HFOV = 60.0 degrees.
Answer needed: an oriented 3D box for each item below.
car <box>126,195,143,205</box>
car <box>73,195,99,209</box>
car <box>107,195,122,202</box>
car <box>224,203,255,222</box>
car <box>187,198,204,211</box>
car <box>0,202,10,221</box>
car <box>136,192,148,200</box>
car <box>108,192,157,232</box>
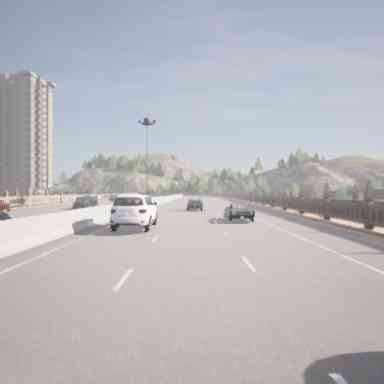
[{"bbox_3d":[-9.785,1.344,56.632,1.882,1.535,5.008,0,0,2],"label":"car"},{"bbox_3d":[-13.714,1.249,43.046,2.097,1.767,4.553,0,0,2],"label":"car"},{"bbox_3d":[-16.348,1.385,70.323,1.994,1.385,4.181,0,0,2],"label":"car"},{"bbox_3d":[3.626,1.539,26.049,1.895,1.301,4.718,0,0,0],"label":"car"},{"bbox_3d":[0.389,1.398,39.789,2.128,1.511,4.902,0,0,1],"label":"car"},{"bbox_3d":[-10.592,1.454,15.740,2.128,1.511,4.902,0,0,0],"label":"car"},{"bbox_3d":[-12.462,0.990,83.589,2.150,2.045,5.566,0,0,2],"label":"car"},{"bbox_3d":[-3.396,1.174,20.079,2.150,2.045,5.566,0,0,0],"label":"car"}]
